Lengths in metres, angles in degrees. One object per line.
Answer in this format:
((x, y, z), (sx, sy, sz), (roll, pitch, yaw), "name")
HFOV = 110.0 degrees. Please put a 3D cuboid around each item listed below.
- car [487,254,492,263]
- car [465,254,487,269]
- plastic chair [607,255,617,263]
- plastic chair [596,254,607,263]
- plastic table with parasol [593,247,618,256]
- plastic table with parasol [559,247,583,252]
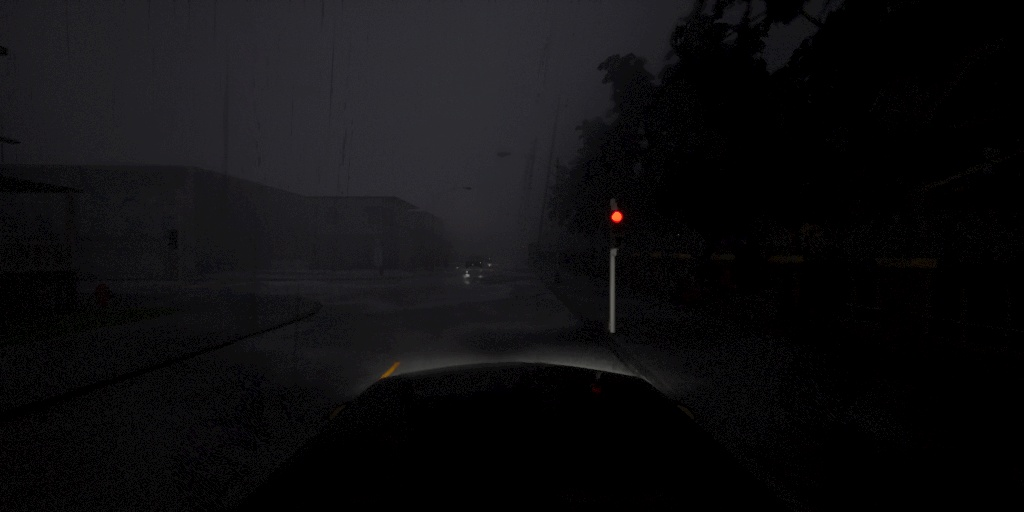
((-4.269, 0.410, 57.867), (1.837, 1.490, 4.892), (0, 1, 0), "car")
((-4.238, 0.660, 41.221), (1.837, 1.490, 4.892), (0, 1, 0), "car")
((15.809, 0.474, 56.400), (0.750, 1.272, 0.730), (0, 0, -40), "plastic chair")
((14.102, 0.483, 56.490), (0.730, 1.272, 0.750), (0, 0, -35), "plastic chair")
((15.072, -0.142, 57.396), (2.482, 2.480, 2.482), (0, 0, -40), "plastic table with parasol")
((9.741, -0.194, 60.113), (2.482, 2.480, 2.482), (0, 0, -40), "plastic table with parasol")
